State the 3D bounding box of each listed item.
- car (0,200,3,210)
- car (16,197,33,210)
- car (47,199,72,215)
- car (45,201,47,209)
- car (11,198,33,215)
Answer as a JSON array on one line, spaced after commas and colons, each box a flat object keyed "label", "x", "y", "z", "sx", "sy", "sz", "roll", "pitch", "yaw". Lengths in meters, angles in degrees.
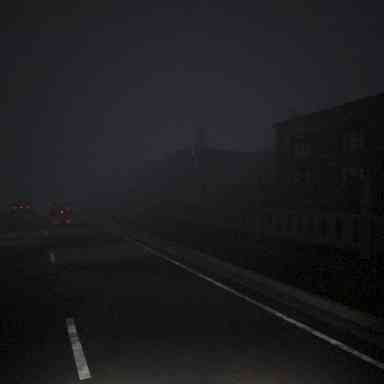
[{"label": "car", "x": -24.908, "y": 1.478, "z": 41.707, "sx": 1.882, "sy": 1.535, "sz": 5.008, "roll": 0, "pitch": 0, "yaw": -25}, {"label": "car", "x": -21.955, "y": 1.505, "z": 43.662, "sx": 1.837, "sy": 1.490, "sz": 4.892, "roll": 0, "pitch": 0, "yaw": -25}, {"label": "car", "x": -13.282, "y": 1.601, "z": 33.567, "sx": 1.895, "sy": 1.301, "sz": 4.718, "roll": 0, "pitch": 0, "yaw": -25}, {"label": "car", "x": -17.688, "y": 1.564, "z": 42.787, "sx": 1.994, "sy": 1.385, "sz": 4.181, "roll": 0, "pitch": 0, "yaw": -26}, {"label": "car", "x": -17.462, "y": 1.547, "z": 34.245, "sx": 2.033, "sy": 1.411, "sz": 5.357, "roll": 0, "pitch": 0, "yaw": -25}]
